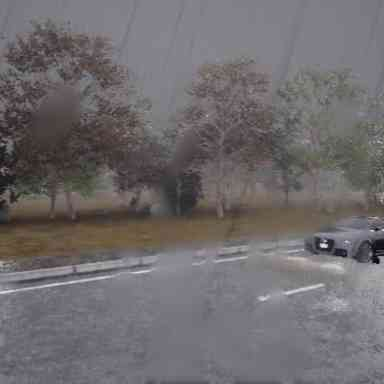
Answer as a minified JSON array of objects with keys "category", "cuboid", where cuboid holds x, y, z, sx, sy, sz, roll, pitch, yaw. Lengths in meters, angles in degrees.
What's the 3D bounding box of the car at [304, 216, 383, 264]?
[{"category":"car","cuboid":[5.999,1.562,11.815,4.181,1.385,1.994,0,0,-31]}]
